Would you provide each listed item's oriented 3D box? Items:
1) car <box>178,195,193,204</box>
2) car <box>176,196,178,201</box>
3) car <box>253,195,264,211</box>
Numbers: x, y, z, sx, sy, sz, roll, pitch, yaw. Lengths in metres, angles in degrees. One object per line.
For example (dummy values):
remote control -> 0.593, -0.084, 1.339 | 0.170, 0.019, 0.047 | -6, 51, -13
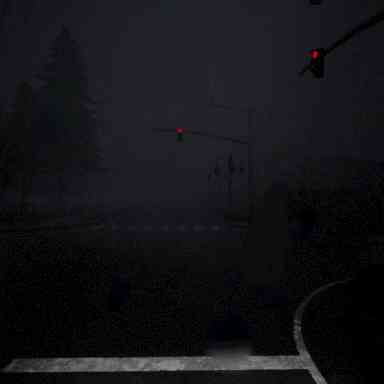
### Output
car -> -0.873, 1.518, 60.836 | 2.033, 1.411, 5.357 | 0, 0, -7
car -> -2.161, 1.327, 71.021 | 1.812, 1.442, 4.674 | 0, 0, -13
car -> 8.887, 1.144, 36.211 | 4.605, 1.855, 1.932 | 0, 0, -1
